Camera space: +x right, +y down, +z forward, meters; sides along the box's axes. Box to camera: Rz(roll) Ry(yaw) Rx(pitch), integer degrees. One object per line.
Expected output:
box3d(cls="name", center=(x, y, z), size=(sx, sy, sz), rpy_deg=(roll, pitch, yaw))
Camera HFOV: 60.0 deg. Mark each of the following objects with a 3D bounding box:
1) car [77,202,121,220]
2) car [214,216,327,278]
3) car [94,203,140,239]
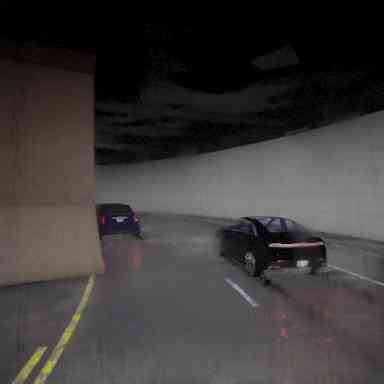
box3d(cls="car", center=(-8.478, 1.645, 29.996), size=(1.895, 1.301, 4.718), rpy_deg=(0, 0, -43))
box3d(cls="car", center=(2.082, 1.481, 10.220), size=(2.128, 1.511, 4.902), rpy_deg=(0, 0, -13))
box3d(cls="car", center=(-4.313, 1.375, 17.736), size=(2.097, 1.767, 4.553), rpy_deg=(0, 0, -25))
